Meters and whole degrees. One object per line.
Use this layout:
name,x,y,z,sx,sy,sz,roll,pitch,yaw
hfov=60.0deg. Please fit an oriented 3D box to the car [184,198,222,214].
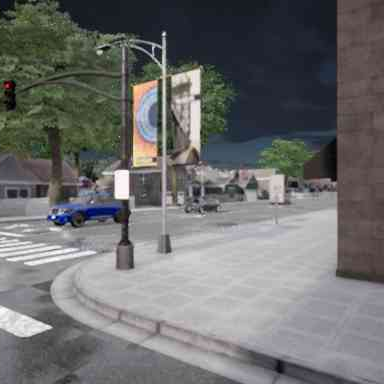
car,1.118,1.329,32.664,1.837,1.490,4.892,0,0,36

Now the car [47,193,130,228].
car,-6.586,1.120,21.899,2.150,2.045,5.566,0,0,36

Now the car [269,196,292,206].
car,13.185,1.263,49.371,2.033,1.411,5.357,0,0,36
